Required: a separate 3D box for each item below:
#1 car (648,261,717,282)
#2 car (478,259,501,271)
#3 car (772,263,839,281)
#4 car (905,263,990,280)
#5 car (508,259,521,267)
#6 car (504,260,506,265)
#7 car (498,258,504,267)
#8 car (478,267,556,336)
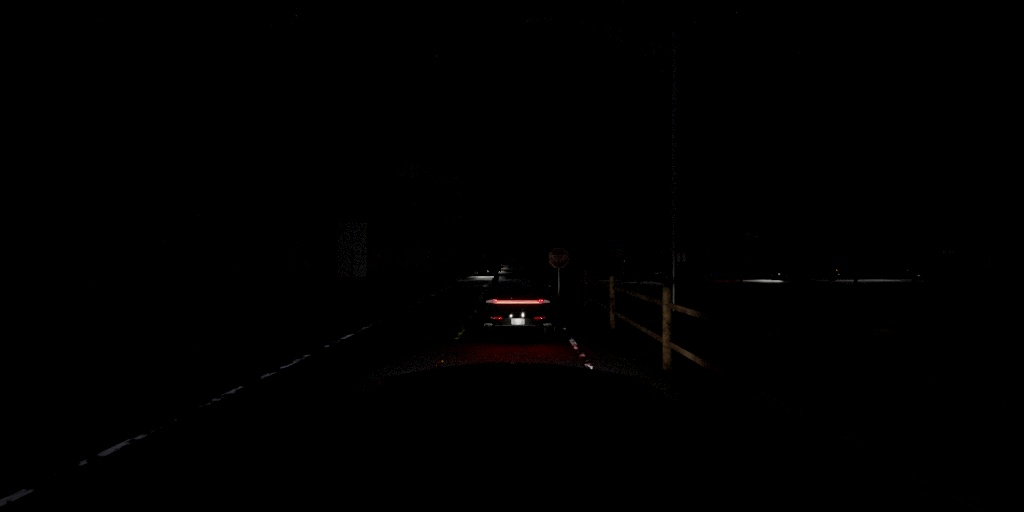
[{"bbox_3d":[13.144,1.173,27.793,5.008,1.535,1.882,0,0,-2],"label":"car"},{"bbox_3d":[-2.410,1.301,36.722,1.994,1.385,4.181,0,0,-3],"label":"car"},{"bbox_3d":[22.801,1.219,27.928,4.181,1.385,1.994,0,0,0],"label":"car"},{"bbox_3d":[33.895,1.208,28.047,4.718,1.301,1.895,0,0,-1],"label":"car"},{"bbox_3d":[0.451,1.227,60.260,1.812,1.442,4.674,0,0,0],"label":"car"},{"bbox_3d":[-2.425,1.206,60.897,1.837,1.490,4.892,0,0,1],"label":"car"},{"bbox_3d":[-2.549,1.286,48.600,1.994,1.385,4.181,0,0,1],"label":"car"},{"bbox_3d":[0.148,1.241,10.377,2.128,1.511,4.902,0,0,0],"label":"car"}]
